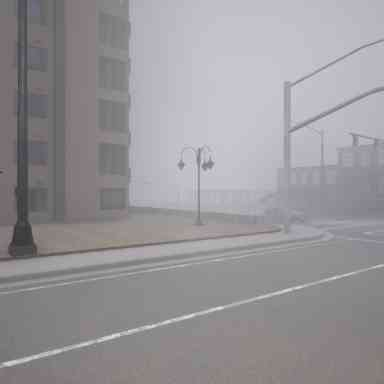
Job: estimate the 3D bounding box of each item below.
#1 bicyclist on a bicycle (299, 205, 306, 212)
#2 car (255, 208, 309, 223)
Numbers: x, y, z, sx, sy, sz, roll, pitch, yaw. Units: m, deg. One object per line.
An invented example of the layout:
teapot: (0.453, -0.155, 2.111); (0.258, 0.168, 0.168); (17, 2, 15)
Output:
bicyclist on a bicycle: (13.575, 2.461, 40.693); (1.656, 1.620, 0.582); (0, -8, -35)
car: (7.958, 2.094, 29.830); (1.895, 1.301, 4.718); (0, -4, -36)
